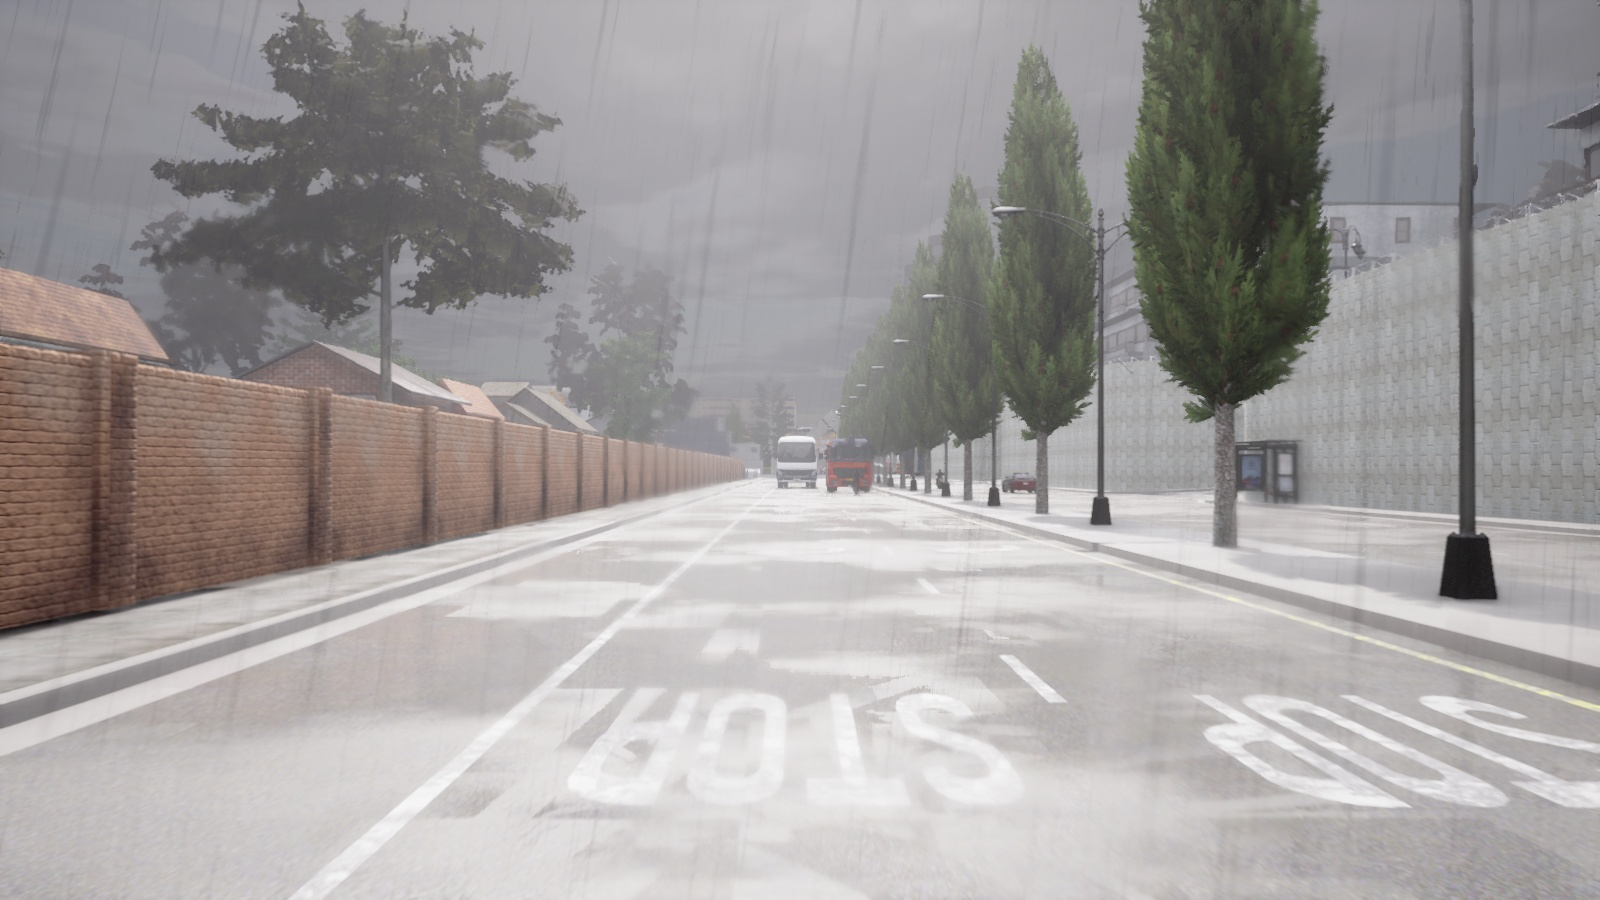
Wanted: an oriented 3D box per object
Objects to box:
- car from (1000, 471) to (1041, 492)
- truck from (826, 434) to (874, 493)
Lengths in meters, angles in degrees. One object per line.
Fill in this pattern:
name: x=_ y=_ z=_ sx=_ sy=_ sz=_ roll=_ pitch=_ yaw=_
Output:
car: x=14.798 y=2.085 z=84.446 sx=1.994 sy=1.385 sz=4.181 roll=0 pitch=-1 yaw=0
truck: x=3.291 y=0.918 z=85.466 sx=2.891 sy=3.827 sz=8.468 roll=0 pitch=-1 yaw=0
